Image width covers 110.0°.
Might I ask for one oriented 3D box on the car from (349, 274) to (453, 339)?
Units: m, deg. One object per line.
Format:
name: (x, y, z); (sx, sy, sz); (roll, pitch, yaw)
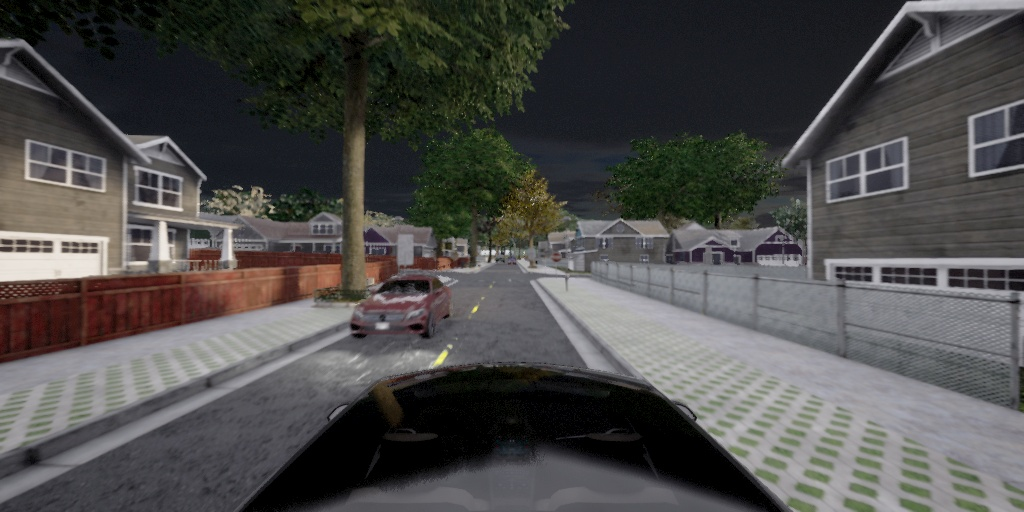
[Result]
car: (-2.845, 1.275, 10.198); (1.812, 1.442, 4.674); (0, 0, 0)
